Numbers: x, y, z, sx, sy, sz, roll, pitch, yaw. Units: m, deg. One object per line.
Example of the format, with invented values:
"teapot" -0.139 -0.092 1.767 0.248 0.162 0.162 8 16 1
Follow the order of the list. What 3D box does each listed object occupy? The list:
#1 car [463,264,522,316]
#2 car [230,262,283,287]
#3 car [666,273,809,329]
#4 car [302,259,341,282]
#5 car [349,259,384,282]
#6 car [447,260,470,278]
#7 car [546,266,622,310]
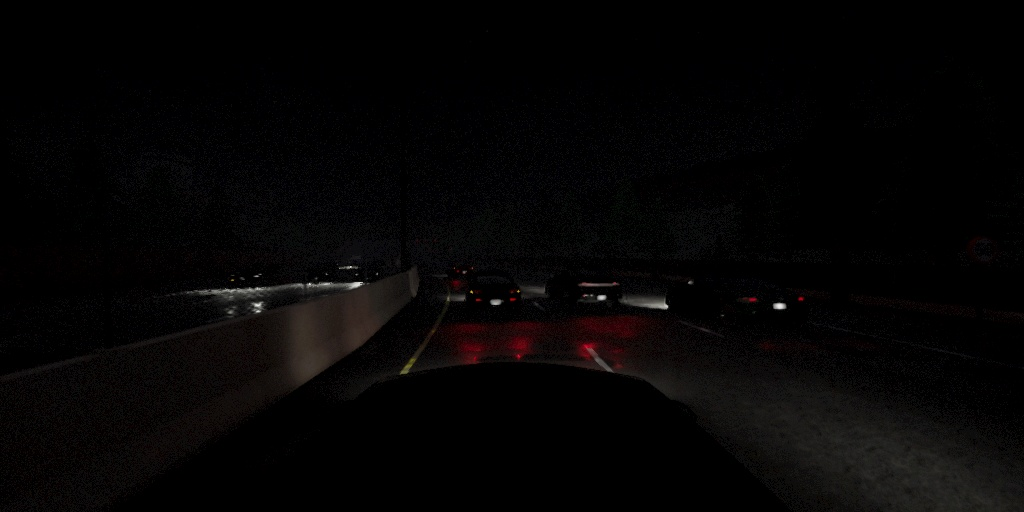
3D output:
"car" -0.753 1.199 13.007 1.812 1.442 4.674 0 0 -7
"car" -17.376 1.203 24.610 1.837 1.490 4.892 0 0 -16
"car" 6.482 1.205 10.897 1.994 1.385 4.181 0 0 -5
"car" -14.716 1.202 28.029 2.033 1.411 5.357 0 0 -17
"car" -11.041 1.179 27.955 2.033 1.411 5.357 0 0 -16
"car" -4.440 1.095 30.684 1.812 1.442 4.674 0 0 -16
"car" 2.639 1.135 14.114 2.128 1.511 4.902 0 0 -7
